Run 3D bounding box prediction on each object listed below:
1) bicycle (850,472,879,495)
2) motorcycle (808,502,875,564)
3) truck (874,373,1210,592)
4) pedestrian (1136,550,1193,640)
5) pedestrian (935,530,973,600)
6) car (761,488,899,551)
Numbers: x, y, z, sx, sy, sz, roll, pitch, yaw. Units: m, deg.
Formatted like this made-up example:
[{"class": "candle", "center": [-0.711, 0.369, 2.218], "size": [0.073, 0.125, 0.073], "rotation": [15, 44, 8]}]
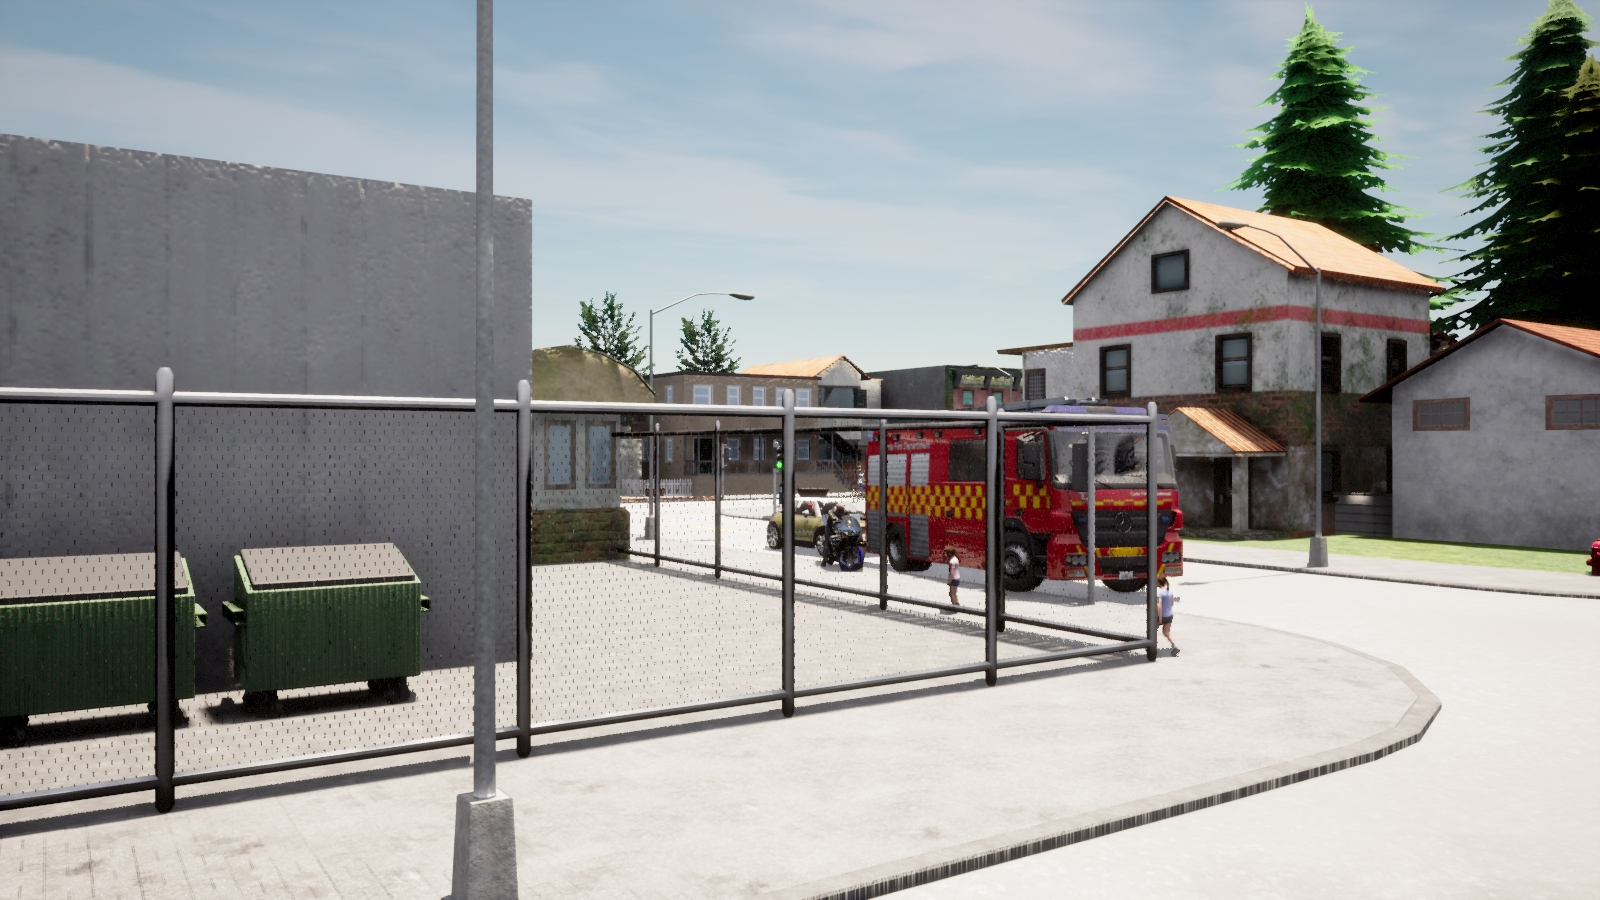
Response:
[{"class": "bicycle", "center": [3.714, 1.940, 65.827], "size": [1.835, 1.271, 0.329], "rotation": [0, 0, -33]}, {"class": "motorcycle", "center": [0.923, 1.872, 26.186], "size": [0.867, 1.251, 2.209], "rotation": [0, 0, -17]}, {"class": "truck", "center": [4.672, 0.674, 24.450], "size": [2.891, 3.827, 8.468], "rotation": [1, -1, -21]}, {"class": "pedestrian", "center": [4.797, 1.896, 15.042], "size": [0.500, 1.100, 0.500], "rotation": [0, 0, -29]}, {"class": "pedestrian", "center": [2.542, 1.895, 18.903], "size": [0.500, 1.100, 0.500], "rotation": [0, 0, 24]}, {"class": "car", "center": [0.752, 1.845, 31.311], "size": [1.970, 1.475, 3.806], "rotation": [0, 0, -33]}]
